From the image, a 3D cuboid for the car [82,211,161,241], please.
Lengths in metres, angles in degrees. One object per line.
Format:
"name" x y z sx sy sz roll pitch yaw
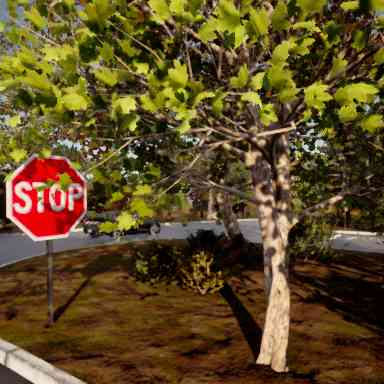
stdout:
"car" -3.747 1.816 18.638 2.128 1.511 4.902 -1 -3 34
